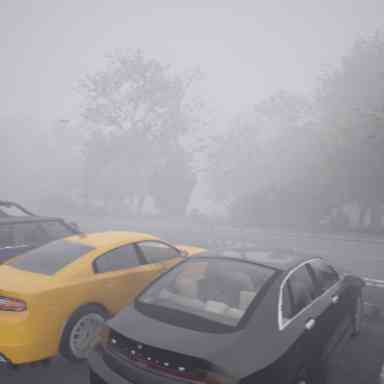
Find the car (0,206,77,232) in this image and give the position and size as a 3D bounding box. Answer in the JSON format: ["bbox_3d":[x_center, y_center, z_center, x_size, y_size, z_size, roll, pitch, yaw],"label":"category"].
[{"bbox_3d":[-3.567,1.328,7.651,2.185,1.767,4.553,0,0,35],"label":"car"}]

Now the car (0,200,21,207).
[{"bbox_3d":[-5.790,1.203,9.308,2.435,2.045,5.566,0,0,35],"label":"car"}]

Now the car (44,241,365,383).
[{"bbox_3d":[0.967,1.471,4.452,2.231,1.521,4.892,0,0,35],"label":"car"}]

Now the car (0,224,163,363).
[{"bbox_3d":[-1.292,1.457,6.060,2.097,1.535,5.008,0,0,35],"label":"car"}]
